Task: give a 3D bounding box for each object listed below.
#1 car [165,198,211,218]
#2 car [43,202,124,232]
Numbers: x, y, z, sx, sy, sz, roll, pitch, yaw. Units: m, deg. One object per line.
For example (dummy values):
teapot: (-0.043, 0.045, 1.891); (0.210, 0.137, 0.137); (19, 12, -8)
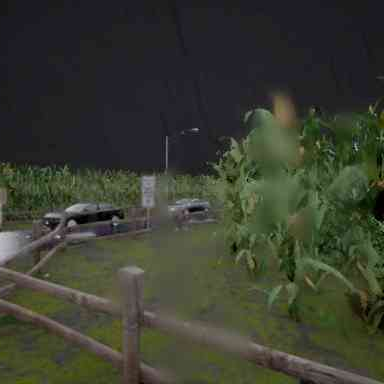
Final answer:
car: (-0.271, 1.304, 28.259); (2.128, 1.511, 4.902); (1, 1, 36)
car: (-6.302, 1.358, 19.801); (1.882, 1.535, 5.008); (1, 1, 35)
